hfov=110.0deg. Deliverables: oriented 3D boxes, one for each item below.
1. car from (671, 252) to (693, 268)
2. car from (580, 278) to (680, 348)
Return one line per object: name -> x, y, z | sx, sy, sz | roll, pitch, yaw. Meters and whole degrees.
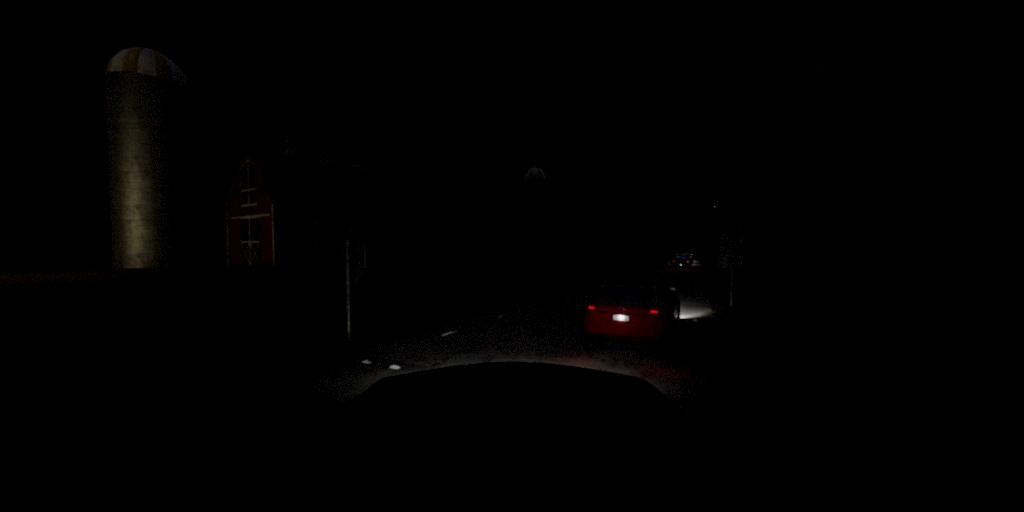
car -> 17.864, 0.529, 37.714 | 1.895, 1.301, 4.718 | 0, 2, 28
car -> 3.207, 1.252, 9.323 | 1.994, 1.385, 4.181 | 0, 1, 27
